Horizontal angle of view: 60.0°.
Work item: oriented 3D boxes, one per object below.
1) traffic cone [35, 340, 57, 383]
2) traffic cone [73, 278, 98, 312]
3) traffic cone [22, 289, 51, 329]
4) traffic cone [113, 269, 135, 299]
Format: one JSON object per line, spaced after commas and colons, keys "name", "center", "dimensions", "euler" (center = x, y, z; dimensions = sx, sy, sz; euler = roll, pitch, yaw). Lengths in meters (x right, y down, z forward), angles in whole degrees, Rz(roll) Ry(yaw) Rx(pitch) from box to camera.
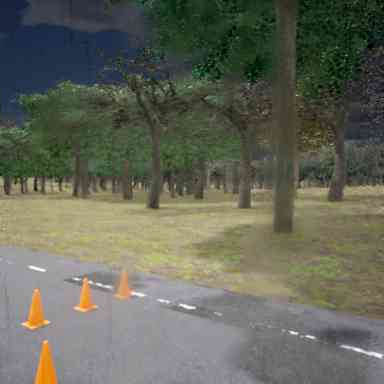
{"name": "traffic cone", "center": [-1.643, 1.970, 3.739], "dimensions": [0.340, 0.580, 0.340], "euler": [0, 0, 36]}
{"name": "traffic cone", "center": [-2.090, 1.982, 6.532], "dimensions": [0.340, 0.580, 0.340], "euler": [0, 0, 36]}
{"name": "traffic cone", "center": [-2.676, 1.975, 5.722], "dimensions": [0.340, 0.580, 0.340], "euler": [0, 0, 36]}
{"name": "traffic cone", "center": [-1.503, 1.989, 7.341], "dimensions": [0.340, 0.580, 0.340], "euler": [0, 0, 36]}
